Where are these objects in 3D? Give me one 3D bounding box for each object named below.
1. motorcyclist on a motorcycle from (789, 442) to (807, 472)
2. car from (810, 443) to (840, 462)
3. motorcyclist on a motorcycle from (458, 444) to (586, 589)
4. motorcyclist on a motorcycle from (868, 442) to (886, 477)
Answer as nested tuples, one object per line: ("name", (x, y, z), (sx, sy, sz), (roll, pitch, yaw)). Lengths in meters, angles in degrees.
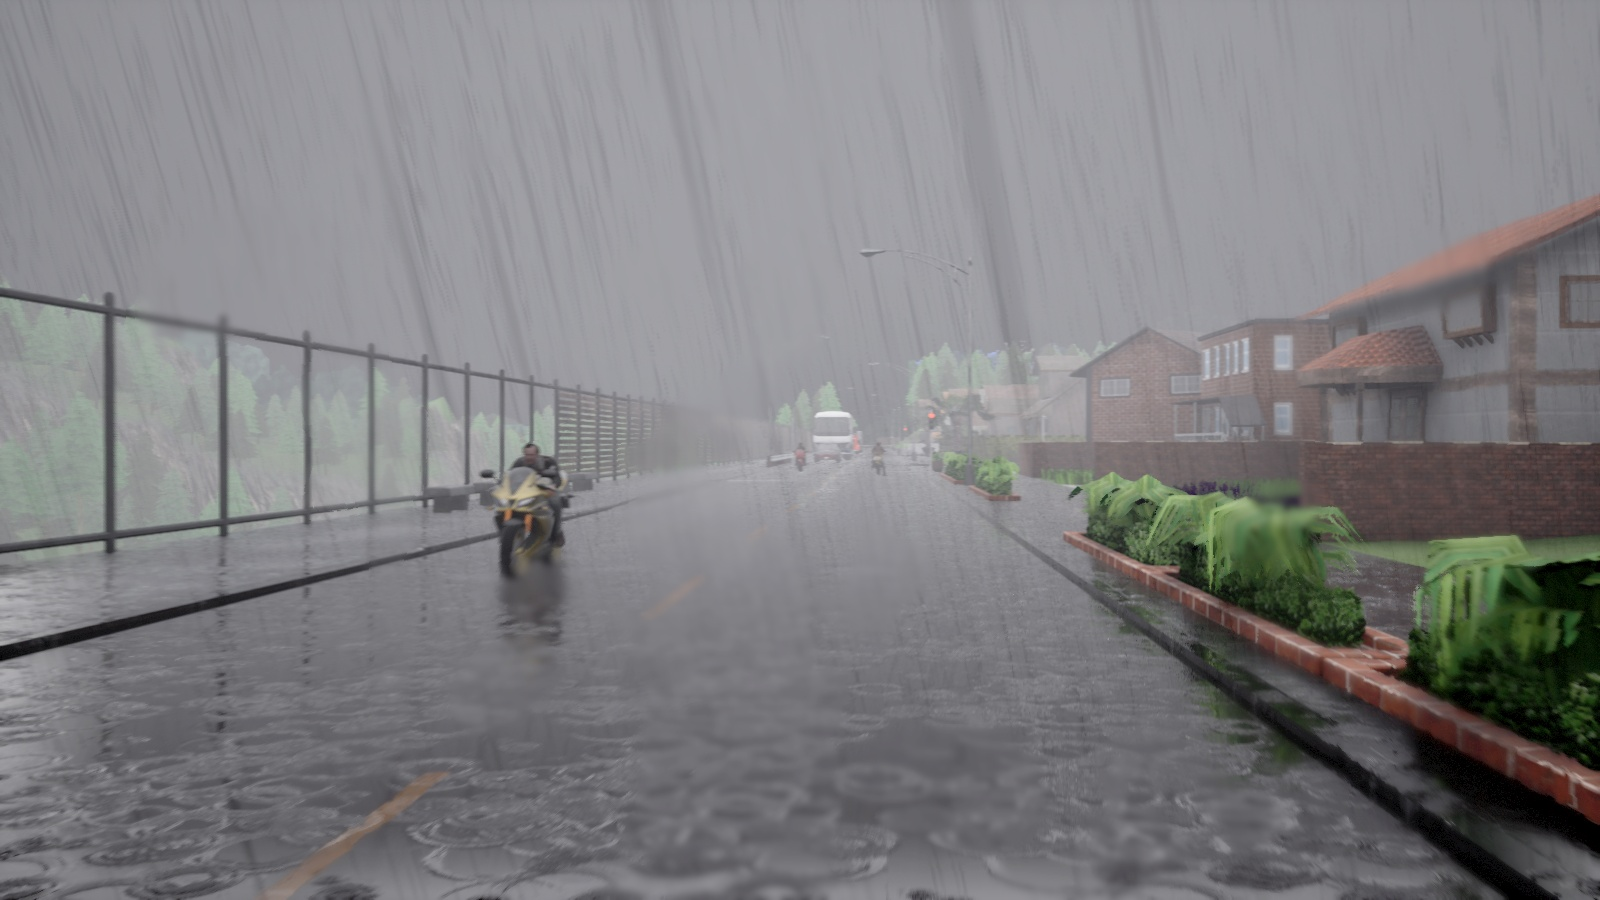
("motorcyclist on a motorcycle", (-0.109, 0.362, 64.315), (0.797, 1.523, 2.044), (0, 0, 3))
("car", (2.001, 0.188, 98.499), (2.163, 1.488, 4.792), (0, 0, 4))
("motorcyclist on a motorcycle", (-3.125, 0.696, 14.359), (0.866, 1.530, 2.191), (0, 0, 3))
("motorcyclist on a motorcycle", (3.449, 0.411, 56.507), (0.797, 1.523, 2.044), (0, 0, 3))
